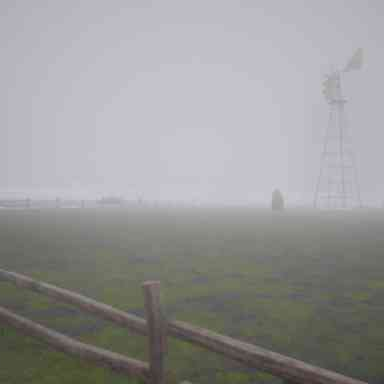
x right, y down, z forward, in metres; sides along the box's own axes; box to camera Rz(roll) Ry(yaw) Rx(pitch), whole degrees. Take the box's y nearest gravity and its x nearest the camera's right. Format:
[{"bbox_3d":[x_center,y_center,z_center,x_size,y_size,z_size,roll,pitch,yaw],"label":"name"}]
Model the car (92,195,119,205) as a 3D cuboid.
[{"bbox_3d":[-14.293,1.320,55.072,2.097,1.767,4.553,1,-1,36],"label":"car"}]
